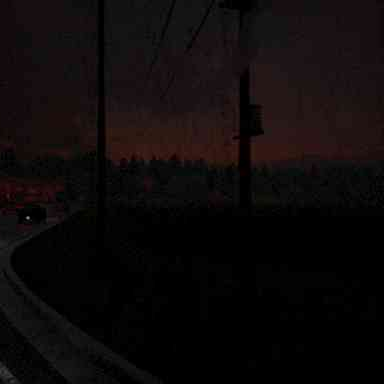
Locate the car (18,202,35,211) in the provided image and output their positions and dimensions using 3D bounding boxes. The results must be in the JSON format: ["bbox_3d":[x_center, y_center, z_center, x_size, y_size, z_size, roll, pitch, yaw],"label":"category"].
[{"bbox_3d":[-30.588,2.576,61.518,1.837,1.490,4.892,0,-1,-15],"label":"car"}]

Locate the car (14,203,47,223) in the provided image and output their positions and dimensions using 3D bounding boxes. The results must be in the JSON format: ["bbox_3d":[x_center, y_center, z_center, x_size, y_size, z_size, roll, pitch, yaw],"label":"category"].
[{"bbox_3d":[-15.247,2.094,31.941,1.837,1.490,4.892,0,-1,-15],"label":"car"}]

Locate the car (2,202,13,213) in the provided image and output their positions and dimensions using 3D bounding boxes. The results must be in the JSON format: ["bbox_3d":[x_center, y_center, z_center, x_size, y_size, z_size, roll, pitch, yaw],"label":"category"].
[{"bbox_3d":[-28.009,2.325,51.969,2.097,1.767,4.553,0,-1,-15],"label":"car"}]

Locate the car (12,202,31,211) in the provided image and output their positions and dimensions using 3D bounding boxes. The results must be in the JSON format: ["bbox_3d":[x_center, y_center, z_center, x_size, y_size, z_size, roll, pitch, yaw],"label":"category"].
[{"bbox_3d":[-22.620,2.337,45.821,2.128,1.511,4.902,0,-1,-15],"label":"car"}]

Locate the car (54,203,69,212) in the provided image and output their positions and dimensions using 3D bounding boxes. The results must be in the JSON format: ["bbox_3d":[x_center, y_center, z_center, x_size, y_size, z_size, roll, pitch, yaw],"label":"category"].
[{"bbox_3d":[-21.379,2.460,54.650,1.882,1.535,5.008,0,-1,-15],"label":"car"}]
